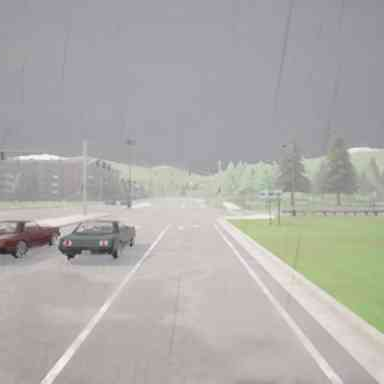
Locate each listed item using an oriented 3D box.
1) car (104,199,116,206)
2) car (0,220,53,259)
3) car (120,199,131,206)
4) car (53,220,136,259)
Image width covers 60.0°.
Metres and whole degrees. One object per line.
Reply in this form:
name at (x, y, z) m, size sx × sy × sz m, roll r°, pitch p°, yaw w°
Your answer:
car at (-18.497, 2.360, 75.500) m, size 2.128 × 1.511 × 4.902 m, roll 0°, pitch -1°, yaw 0°
car at (-6.980, 1.749, 13.230) m, size 1.895 × 1.301 × 4.718 m, roll 0°, pitch -1°, yaw 0°
car at (-14.997, 2.375, 75.555) m, size 2.033 × 1.411 × 5.357 m, roll 0°, pitch -1°, yaw 0°
car at (-3.480, 1.749, 13.228) m, size 1.895 × 1.301 × 4.718 m, roll 0°, pitch -1°, yaw 0°
